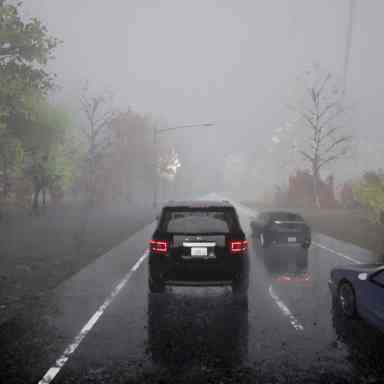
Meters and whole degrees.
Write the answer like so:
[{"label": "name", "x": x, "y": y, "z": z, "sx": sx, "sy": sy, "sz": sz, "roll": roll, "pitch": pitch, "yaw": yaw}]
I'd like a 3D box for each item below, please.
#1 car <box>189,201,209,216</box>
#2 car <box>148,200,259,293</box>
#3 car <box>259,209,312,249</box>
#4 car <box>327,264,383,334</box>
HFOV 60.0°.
[{"label": "car", "x": 0.724, "y": 1.606, "z": 33.065, "sx": 1.895, "sy": 1.301, "sz": 4.718, "roll": 0, "pitch": 0, "yaw": 2}, {"label": "car", "x": 0.160, "y": 1.223, "z": 8.991, "sx": 2.150, "sy": 2.045, "sz": 5.566, "roll": 0, "pitch": 0, "yaw": 1}, {"label": "car", "x": 3.738, "y": 1.507, "z": 14.657, "sx": 1.837, "sy": 1.490, "sz": 4.892, "roll": 0, "pitch": 0, "yaw": 1}, {"label": "car", "x": 3.625, "y": 1.548, "z": 4.239, "sx": 2.033, "sy": 1.411, "sz": 5.357, "roll": 0, "pitch": 0, "yaw": 0}]
